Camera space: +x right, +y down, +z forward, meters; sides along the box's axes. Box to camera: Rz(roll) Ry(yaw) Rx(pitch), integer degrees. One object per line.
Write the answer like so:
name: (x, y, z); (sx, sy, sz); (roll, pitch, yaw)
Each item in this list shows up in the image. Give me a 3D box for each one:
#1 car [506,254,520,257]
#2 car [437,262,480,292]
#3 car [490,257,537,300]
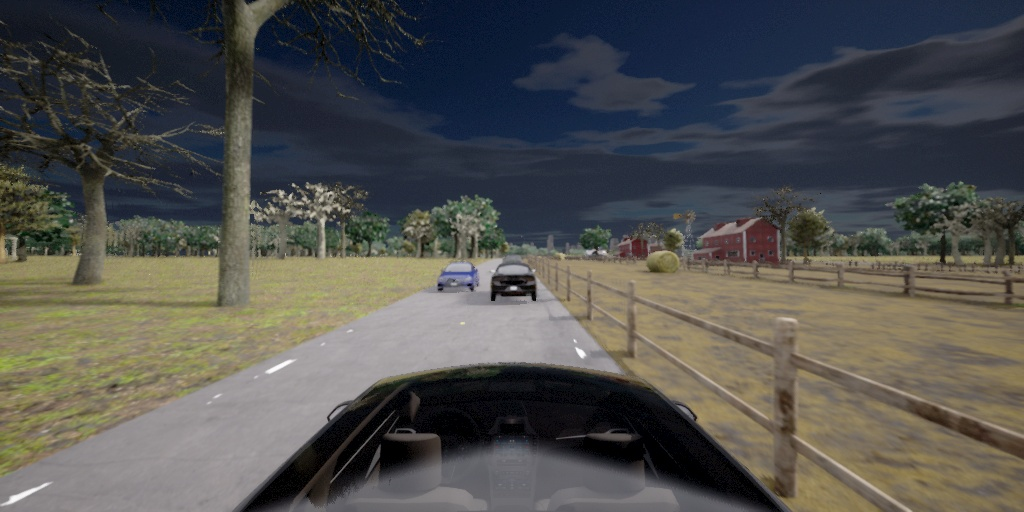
car: (0.086, 0.570, 35.260); (2.097, 1.767, 4.553); (0, 1, 0)
car: (-2.756, 1.041, 19.304); (1.812, 1.442, 4.674); (0, 1, 0)
car: (0.071, 1.021, 16.124); (1.882, 1.535, 5.008); (0, 1, 0)
